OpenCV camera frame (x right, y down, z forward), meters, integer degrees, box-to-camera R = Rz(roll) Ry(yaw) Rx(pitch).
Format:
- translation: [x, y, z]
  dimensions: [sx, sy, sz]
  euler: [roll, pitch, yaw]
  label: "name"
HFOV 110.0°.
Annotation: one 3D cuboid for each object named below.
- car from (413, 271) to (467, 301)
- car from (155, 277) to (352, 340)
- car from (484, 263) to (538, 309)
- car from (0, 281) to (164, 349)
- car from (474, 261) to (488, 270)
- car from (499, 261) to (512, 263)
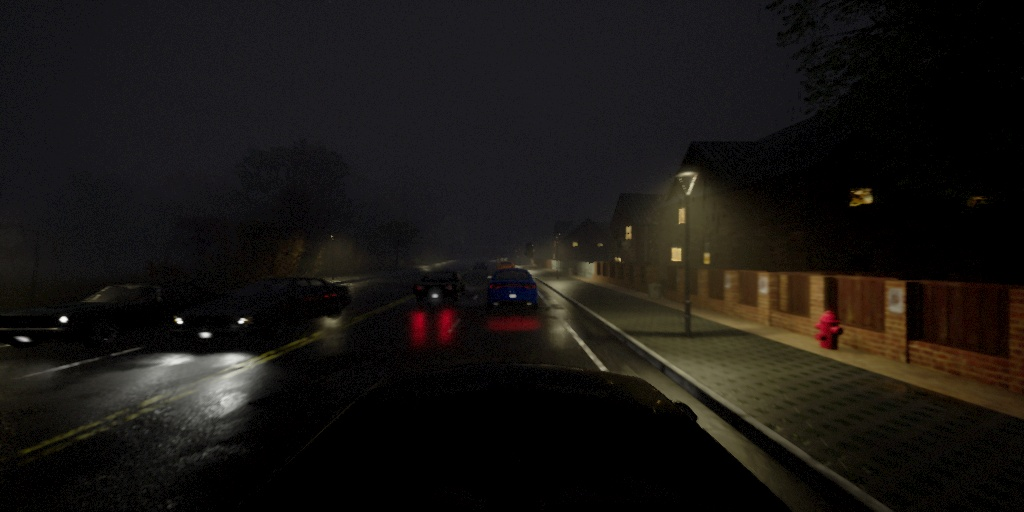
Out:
- translation: [-3.288, 1.380, 17.344]
  dimensions: [1.895, 1.301, 4.718]
  euler: [0, 0, -1]
  label: "car"
- translation: [-6.571, 1.320, 10.350]
  dimensions: [2.033, 1.411, 5.357]
  euler: [0, 0, 0]
  label: "car"
- translation: [-0.008, 1.248, 15.056]
  dimensions: [1.882, 1.535, 5.008]
  euler: [0, 0, -1]
  label: "car"
- translation: [-9.824, 1.376, 9.425]
  dimensions: [1.895, 1.301, 4.718]
  euler: [0, 0, 0]
  label: "car"
- translation: [-4.673, 1.404, 53.957]
  dimensions: [1.994, 1.385, 4.181]
  euler: [0, 0, -3]
  label: "car"
- translation: [-0.664, 1.286, 38.643]
  dimensions: [1.882, 1.535, 5.008]
  euler: [0, 0, -2]
  label: "car"
